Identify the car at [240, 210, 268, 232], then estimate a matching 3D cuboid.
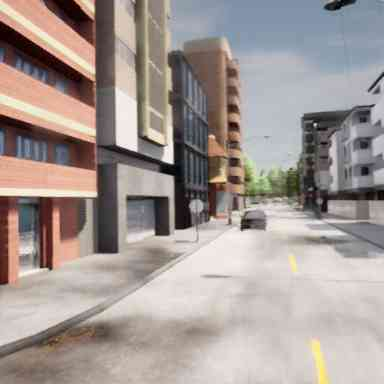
[{"bbox_3d":[4.841,2.137,25.644,1.882,1.535,5.008,-2,-2,14],"label":"car"}]
